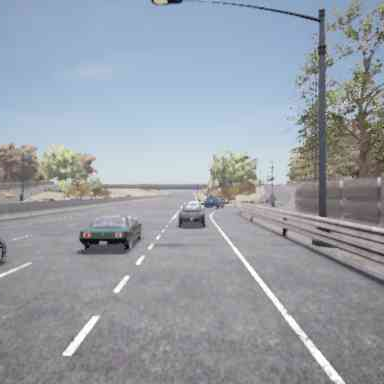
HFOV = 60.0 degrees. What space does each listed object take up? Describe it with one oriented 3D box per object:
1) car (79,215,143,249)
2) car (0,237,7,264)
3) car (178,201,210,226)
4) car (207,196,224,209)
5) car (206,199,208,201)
[{"bbox_3d":[-3.402,1.686,14.947,1.895,1.301,4.718,0,0,0],"label":"car"},{"bbox_3d":[-6.900,1.555,8.803,1.837,1.490,4.892,0,0,0],"label":"car"},{"bbox_3d":[0.009,1.633,24.770,2.128,1.511,4.902,0,0,0],"label":"car"},{"bbox_3d":[3.711,1.717,53.758,2.150,2.045,5.566,0,-3,17],"label":"car"},{"bbox_3d":[0.416,1.731,35.845,1.812,1.442,4.674,0,0,5],"label":"car"}]
